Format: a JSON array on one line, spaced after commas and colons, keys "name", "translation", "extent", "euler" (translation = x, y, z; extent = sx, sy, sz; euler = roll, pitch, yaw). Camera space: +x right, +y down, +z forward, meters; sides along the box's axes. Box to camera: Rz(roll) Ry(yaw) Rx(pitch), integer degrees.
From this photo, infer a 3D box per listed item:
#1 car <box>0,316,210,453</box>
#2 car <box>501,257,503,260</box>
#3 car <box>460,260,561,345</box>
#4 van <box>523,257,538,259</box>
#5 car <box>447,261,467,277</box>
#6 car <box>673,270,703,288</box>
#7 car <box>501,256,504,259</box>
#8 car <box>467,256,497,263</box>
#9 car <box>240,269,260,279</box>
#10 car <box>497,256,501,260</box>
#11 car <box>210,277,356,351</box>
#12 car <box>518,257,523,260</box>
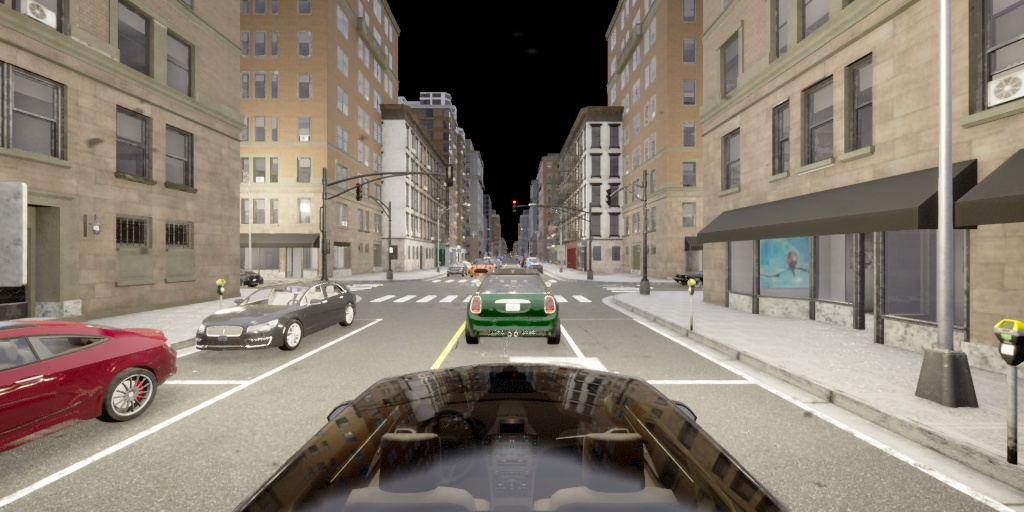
[{"name": "car", "translation": [-5.389, 1.332, 3.179], "extent": [1.802, 1.307, 4.207], "euler": [0, 0, 0]}, {"name": "car", "translation": [-2.829, 1.248, 54.758], "extent": [1.837, 1.490, 4.892], "euler": [0, 0, 0]}, {"name": "car", "translation": [0.040, 1.102, 9.703], "extent": [2.097, 1.767, 4.553], "euler": [0, 0, 1]}, {"name": "van", "translation": [2.636, 1.085, 46.550], "extent": [1.690, 1.789, 3.998], "euler": [0, 0, 0]}, {"name": "car", "translation": [-5.394, 1.296, 35.736], "extent": [2.007, 1.370, 4.403], "euler": [0, 0, 0]}, {"name": "car", "translation": [13.495, 1.431, 24.097], "extent": [4.718, 1.301, 1.895], "euler": [0, 0, 0]}, {"name": "car", "translation": [-2.810, 1.267, 65.034], "extent": [1.812, 1.442, 4.674], "euler": [0, 0, 1]}, {"name": "car", "translation": [-2.824, 1.098, 34.676], "extent": [2.097, 1.767, 4.553], "euler": [0, 0, 0]}, {"name": "car", "translation": [-17.145, 1.223, 21.094], "extent": [4.181, 1.385, 1.994], "euler": [0, 0, 0]}, {"name": "car", "translation": [-2.842, 1.096, 44.599], "extent": [2.097, 1.767, 4.553], "euler": [0, 0, -1]}, {"name": "car", "translation": [-5.389, 1.300, 8.860], "extent": [2.007, 1.370, 4.403], "euler": [0, 0, 0]}, {"name": "car", "translation": [2.639, 1.056, 62.769], "extent": [2.192, 1.841, 5.009], "euler": [0, 0, 0]}]
